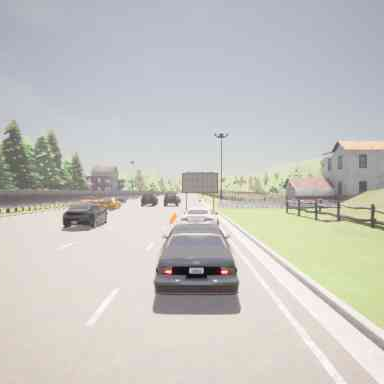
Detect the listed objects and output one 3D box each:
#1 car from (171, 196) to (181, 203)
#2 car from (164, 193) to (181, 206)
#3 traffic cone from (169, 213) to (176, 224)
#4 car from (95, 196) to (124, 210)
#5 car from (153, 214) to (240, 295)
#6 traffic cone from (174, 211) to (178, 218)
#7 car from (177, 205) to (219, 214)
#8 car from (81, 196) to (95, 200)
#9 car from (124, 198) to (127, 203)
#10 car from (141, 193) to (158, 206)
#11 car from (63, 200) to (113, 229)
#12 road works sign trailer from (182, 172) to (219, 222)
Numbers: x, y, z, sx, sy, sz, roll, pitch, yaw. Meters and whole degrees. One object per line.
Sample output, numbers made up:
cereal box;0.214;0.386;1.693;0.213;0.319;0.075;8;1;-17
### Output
car;-3.287;1.563;68.600;1.994;1.385;4.181;0;0;0
car;-3.312;1.221;53.385;2.150;2.045;5.566;0;0;0
traffic cone;-1.449;1.955;23.203;0.340;0.580;0.340;0;0;0
car;-10.332;1.477;42.051;1.882;1.535;5.008;0;0;0
car;0.112;1.547;8.846;2.033;1.411;5.357;0;0;1
traffic cone;-1.446;1.955;25.203;0.340;0.580;0.340;0;0;0
car;0.458;1.541;18.468;1.812;1.442;4.674;-1;-1;7
car;-13.826;1.354;45.421;2.097;1.767;4.553;0;0;0
car;-13.795;1.526;63.765;1.812;1.442;4.674;0;0;0
car;-6.812;1.222;53.802;2.150;2.045;5.566;0;0;0
car;-6.864;1.505;21.811;1.837;1.490;4.892;0;0;0
road works sign trailer;0.525;0.464;22.082;2.380;3.560;2.880;0;0;-3
